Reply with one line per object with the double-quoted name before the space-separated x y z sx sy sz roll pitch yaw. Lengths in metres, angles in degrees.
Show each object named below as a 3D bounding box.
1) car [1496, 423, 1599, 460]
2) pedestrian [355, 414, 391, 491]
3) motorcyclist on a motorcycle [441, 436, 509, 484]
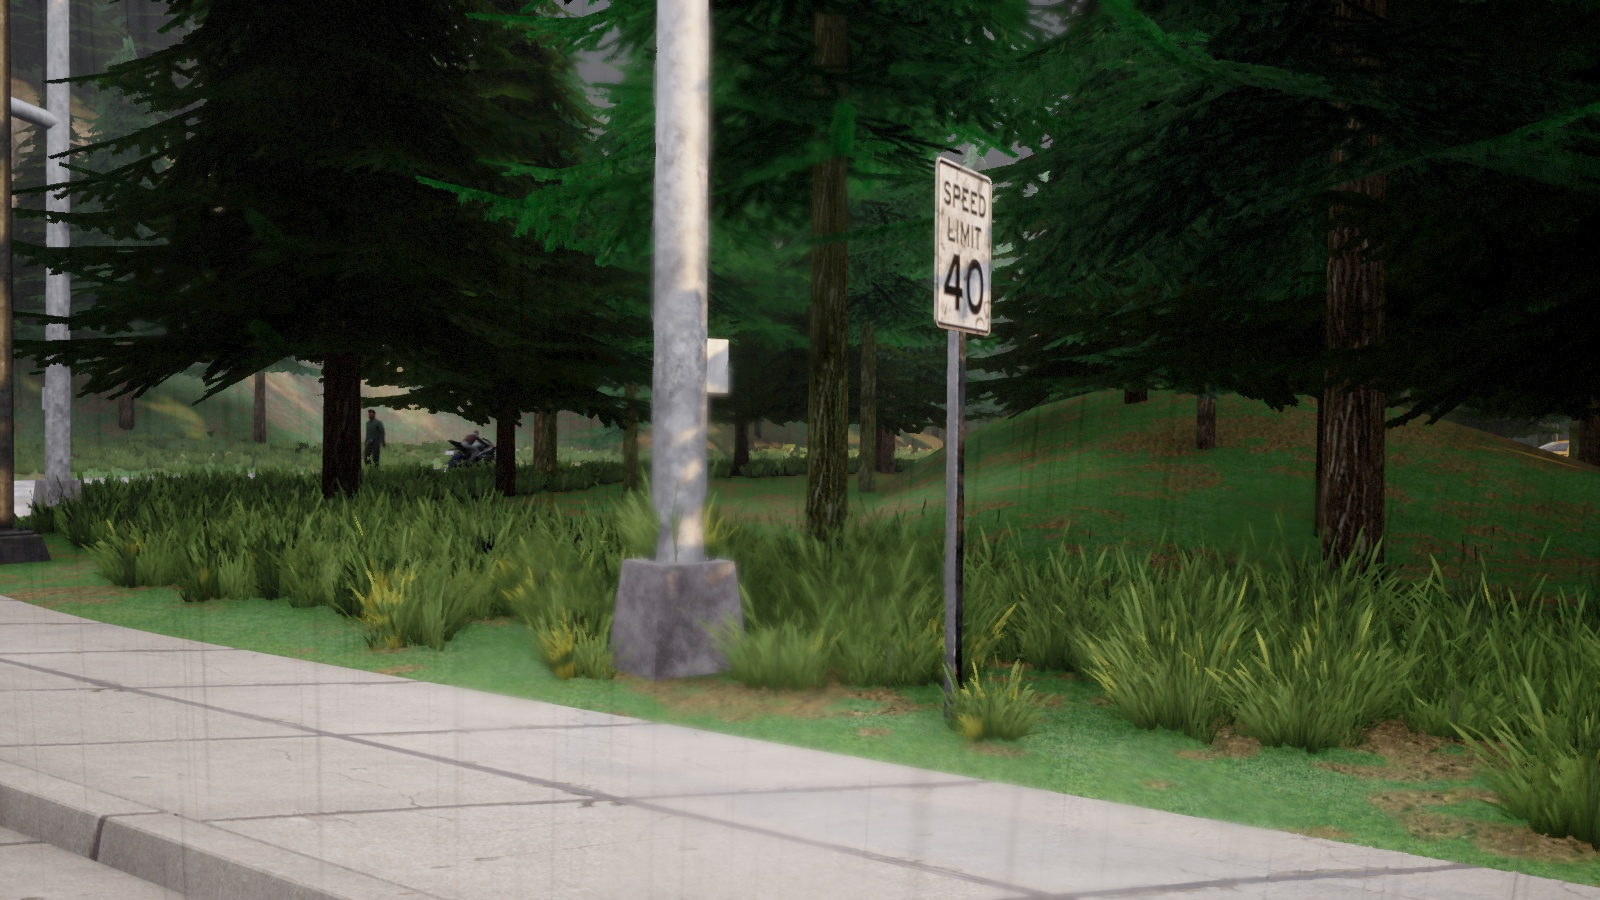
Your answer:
"car" 33.110 -0.368 54.063 5.366 1.575 1.801 0 1 33
"pedestrian" -10.972 0.052 32.286 0.423 1.949 0.788 0 1 30
"motorcyclist on a motorcycle" -10.645 0.300 41.216 0.866 1.530 2.191 0 1 30
